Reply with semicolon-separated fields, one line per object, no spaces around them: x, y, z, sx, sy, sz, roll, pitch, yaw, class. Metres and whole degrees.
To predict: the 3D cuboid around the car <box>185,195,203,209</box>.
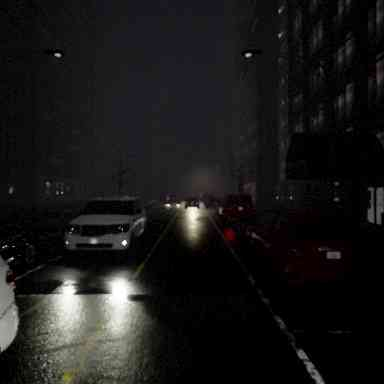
0.046;1.386;41.627;2.033;1.411;5.357;0;0;1;car

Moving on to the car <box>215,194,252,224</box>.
3.119;1.136;24.069;2.150;2.045;5.566;0;0;0;car

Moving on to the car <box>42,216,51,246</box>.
-5.678;1.535;8.697;1.947;1.339;4.313;0;0;0;car

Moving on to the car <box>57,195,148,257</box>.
-3.081;1.173;13.143;2.150;2.045;5.566;0;0;0;car

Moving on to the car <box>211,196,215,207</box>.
3.155;1.358;31.040;1.882;1.535;5.008;0;0;0;car

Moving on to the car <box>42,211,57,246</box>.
-5.676;1.498;14.339;2.008;1.369;4.403;0;0;0;car

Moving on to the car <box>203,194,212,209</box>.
2.718;1.379;42.584;1.887;1.381;4.507;0;0;0;car

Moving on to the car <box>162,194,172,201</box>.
-5.647;1.245;76.410;2.008;1.369;4.403;1;0;0;car

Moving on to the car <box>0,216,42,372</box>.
-3.097;1.218;1.608;2.150;2.045;5.566;0;0;0;car

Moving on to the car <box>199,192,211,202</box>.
2.732;1.032;70.790;2.192;1.841;5.009;1;0;0;car

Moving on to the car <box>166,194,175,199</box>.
-5.643;1.196;87.695;2.008;1.369;4.403;1;0;0;car

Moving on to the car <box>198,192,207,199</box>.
2.741;0.959;87.714;2.192;1.841;5.009;1;0;0;car

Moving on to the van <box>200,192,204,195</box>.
2.727;1.106;59.507;1.690;1.788;3.998;1;0;0;van

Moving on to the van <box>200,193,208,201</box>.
2.735;1.034;76.432;1.690;1.788;3.998;1;0;0;van

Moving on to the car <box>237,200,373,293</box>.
2.704;1.282;8.735;2.192;1.841;5.009;0;0;0;car

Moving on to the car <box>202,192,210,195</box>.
2.721;1.251;48.225;1.967;1.590;4.097;0;0;0;car

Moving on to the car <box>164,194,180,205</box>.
-3.032;1.137;55.003;2.097;1.767;4.553;0;0;0;car

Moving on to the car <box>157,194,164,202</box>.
-5.651;1.183;65.124;1.967;1.590;4.097;1;0;0;car
